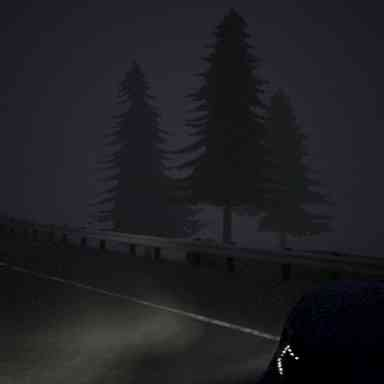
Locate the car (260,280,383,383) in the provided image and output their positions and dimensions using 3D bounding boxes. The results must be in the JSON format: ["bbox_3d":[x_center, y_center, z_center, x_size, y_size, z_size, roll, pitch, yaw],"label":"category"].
[{"bbox_3d":[3.186,1.228,1.717,5.566,2.045,2.150,0,0,36],"label":"car"}]
